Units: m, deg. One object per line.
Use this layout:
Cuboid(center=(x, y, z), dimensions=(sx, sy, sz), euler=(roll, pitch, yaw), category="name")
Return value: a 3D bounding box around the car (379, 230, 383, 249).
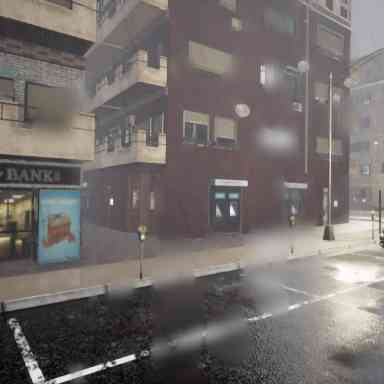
Cuboid(center=(9.077, 1.554, 13.107), dimensions=(4.403, 1.369, 2.008), euler=(0, 1, -35), category="car")
